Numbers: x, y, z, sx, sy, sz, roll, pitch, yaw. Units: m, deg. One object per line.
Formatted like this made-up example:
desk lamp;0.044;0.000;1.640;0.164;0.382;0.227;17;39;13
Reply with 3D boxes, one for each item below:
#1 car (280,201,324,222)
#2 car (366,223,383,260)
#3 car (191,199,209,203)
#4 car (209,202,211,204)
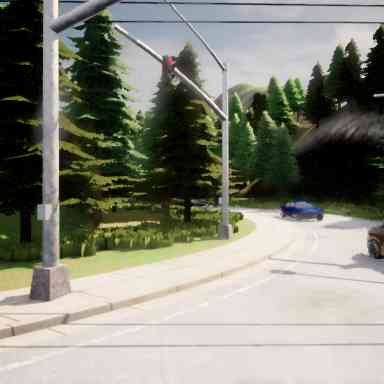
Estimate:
car;8.755;1.477;26.776;1.882;1.535;5.008;0;0;-6
car;6.963;1.533;9.771;1.812;1.442;4.674;0;0;-1
car;-0.376;1.548;47.495;2.033;1.411;5.357;0;0;-36
car;1.987;1.505;50.068;1.837;1.490;4.892;0;0;-37
